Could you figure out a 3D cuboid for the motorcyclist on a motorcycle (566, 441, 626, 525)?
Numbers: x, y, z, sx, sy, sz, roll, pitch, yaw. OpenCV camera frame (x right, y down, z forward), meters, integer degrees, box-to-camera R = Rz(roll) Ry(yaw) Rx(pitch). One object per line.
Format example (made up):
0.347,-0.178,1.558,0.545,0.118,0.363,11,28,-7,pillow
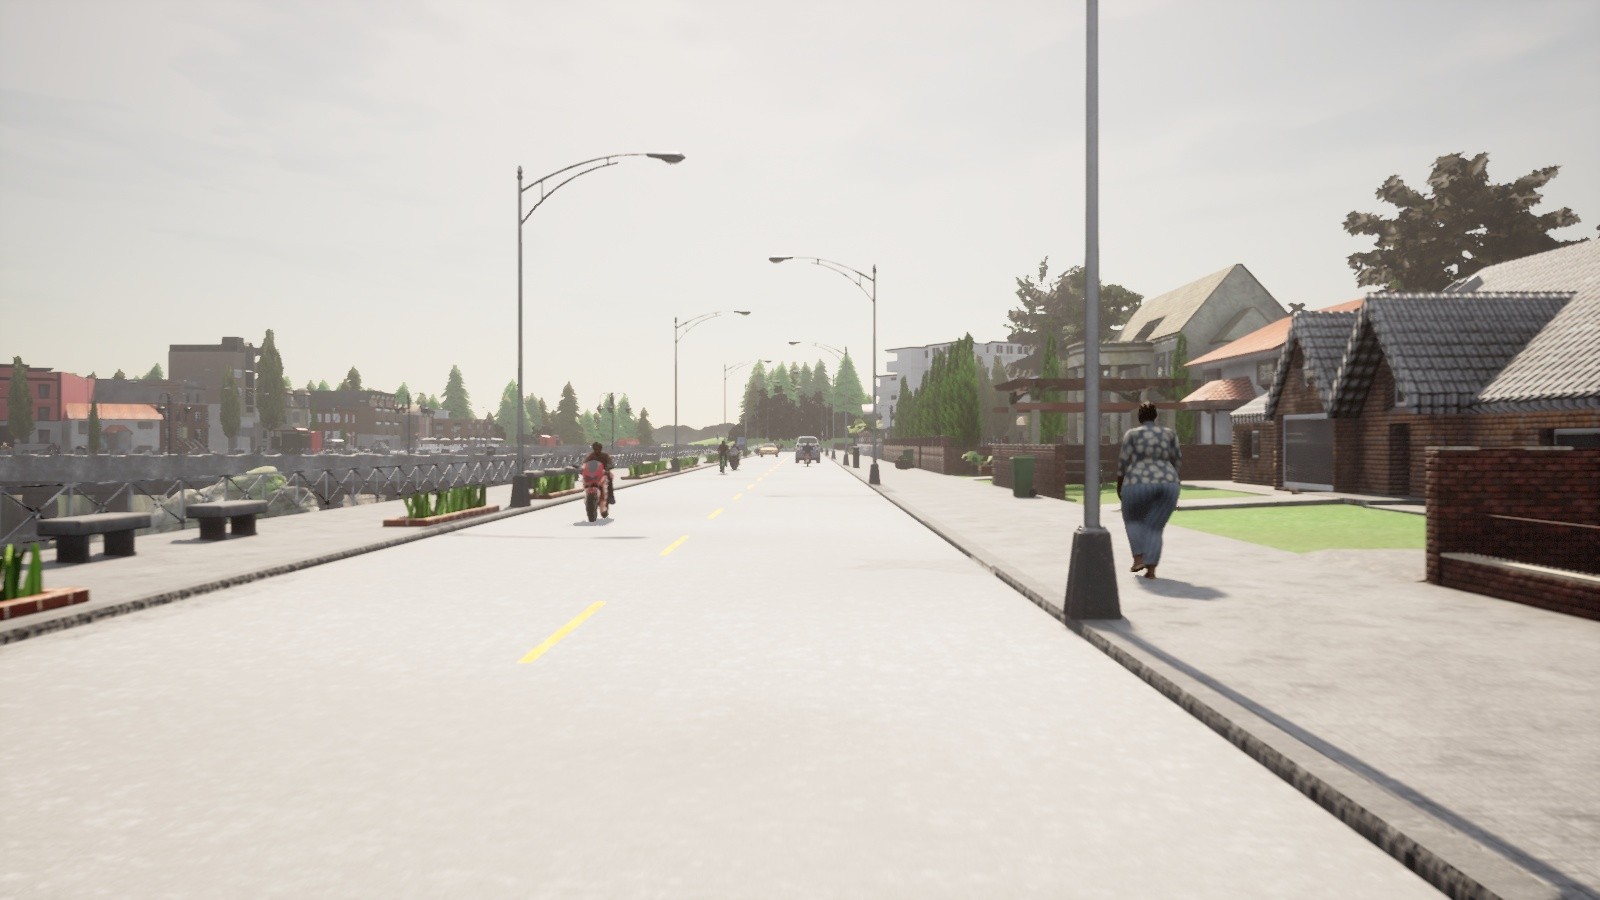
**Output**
-3.844,0.591,23.798,0.797,1.523,2.044,0,0,0,motorcyclist on a motorcycle

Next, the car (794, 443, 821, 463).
0.577,0.179,94.613,1.970,1.475,3.806,0,0,0,car

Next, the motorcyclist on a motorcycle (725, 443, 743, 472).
-3.576,0.393,68.366,0.866,1.530,2.191,0,0,1,motorcyclist on a motorcycle

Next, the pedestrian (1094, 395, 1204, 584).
3.535,0.387,12.806,0.874,1.855,0.900,0,0,1,pedestrian
